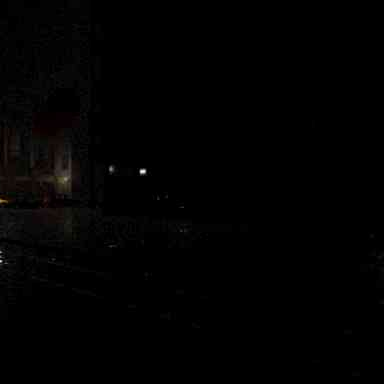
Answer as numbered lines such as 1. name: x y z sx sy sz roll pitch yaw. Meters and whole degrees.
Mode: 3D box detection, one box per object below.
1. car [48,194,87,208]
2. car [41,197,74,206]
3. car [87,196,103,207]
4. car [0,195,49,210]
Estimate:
1. car: -16.780 1.229 43.252 2.192 1.841 5.009 0 -1 36
2. car: -20.983 1.457 52.036 2.008 1.369 4.403 0 -1 36
3. car: -13.814 1.565 47.381 1.802 1.307 4.206 0 -1 36
4. car: -19.748 1.389 39.117 1.887 1.381 4.507 0 -1 36
